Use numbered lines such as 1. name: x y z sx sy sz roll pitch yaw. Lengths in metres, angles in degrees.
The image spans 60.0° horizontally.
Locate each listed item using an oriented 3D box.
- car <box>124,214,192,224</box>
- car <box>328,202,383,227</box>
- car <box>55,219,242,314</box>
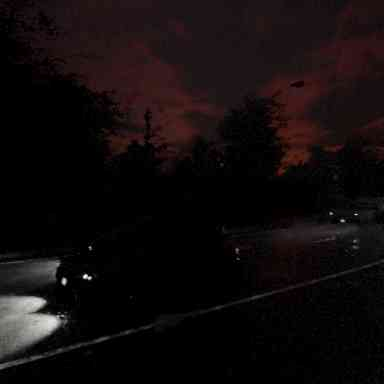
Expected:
1. car: -1.251 1.505 11.608 5.357 1.411 2.033 -1 0 -35
2. car: 10.429 1.334 20.895 4.718 1.301 1.895 -1 1 -42
3. car: -0.854 1.538 7.620 4.181 1.385 1.994 -1 0 -35
